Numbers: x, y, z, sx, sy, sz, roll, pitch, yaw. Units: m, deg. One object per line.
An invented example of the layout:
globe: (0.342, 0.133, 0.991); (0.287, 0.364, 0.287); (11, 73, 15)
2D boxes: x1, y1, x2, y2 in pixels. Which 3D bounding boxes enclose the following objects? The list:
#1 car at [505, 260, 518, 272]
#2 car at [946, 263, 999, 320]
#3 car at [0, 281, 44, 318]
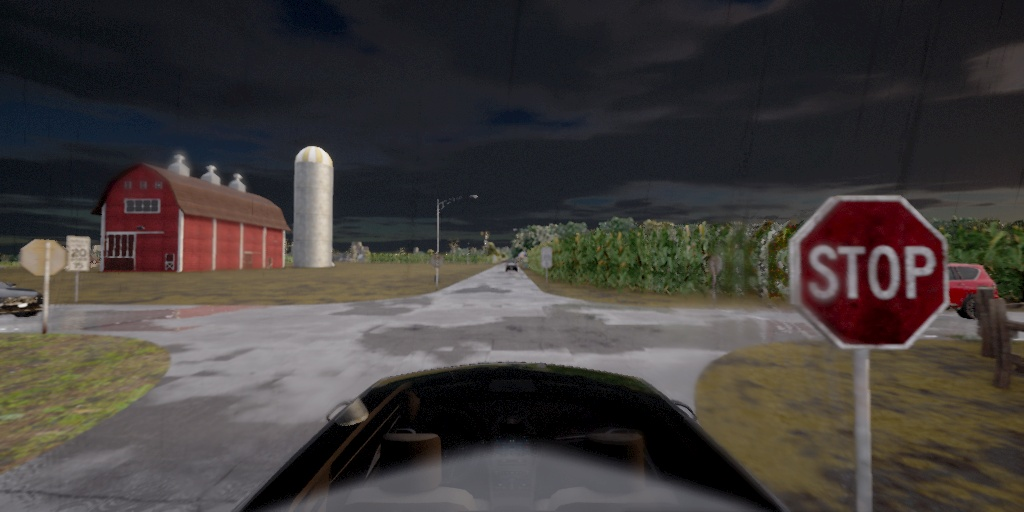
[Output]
car: (-0.060, 1.768, 57.787); (1.882, 1.535, 5.008); (0, -1, 0)
car: (15.027, 1.283, 13.845); (5.566, 2.045, 2.150); (1, -2, 0)
car: (-17.226, 1.227, 10.850); (4.892, 1.490, 1.837); (0, -2, 0)
